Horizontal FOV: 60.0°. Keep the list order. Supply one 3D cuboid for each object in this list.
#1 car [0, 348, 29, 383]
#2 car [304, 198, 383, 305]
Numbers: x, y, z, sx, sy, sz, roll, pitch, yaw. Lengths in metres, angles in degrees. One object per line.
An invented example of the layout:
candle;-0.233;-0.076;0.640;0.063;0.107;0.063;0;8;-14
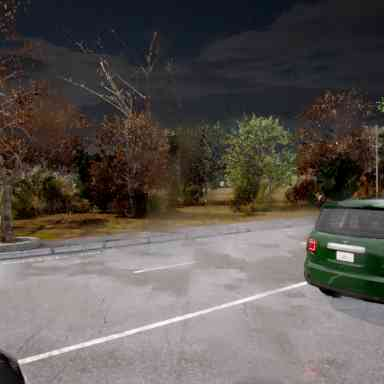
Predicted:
car;-3.342;1.485;1.365;4.902;1.511;2.128;0;0;-35
car;4.752;1.135;7.126;5.566;2.045;2.150;-1;1;-35
